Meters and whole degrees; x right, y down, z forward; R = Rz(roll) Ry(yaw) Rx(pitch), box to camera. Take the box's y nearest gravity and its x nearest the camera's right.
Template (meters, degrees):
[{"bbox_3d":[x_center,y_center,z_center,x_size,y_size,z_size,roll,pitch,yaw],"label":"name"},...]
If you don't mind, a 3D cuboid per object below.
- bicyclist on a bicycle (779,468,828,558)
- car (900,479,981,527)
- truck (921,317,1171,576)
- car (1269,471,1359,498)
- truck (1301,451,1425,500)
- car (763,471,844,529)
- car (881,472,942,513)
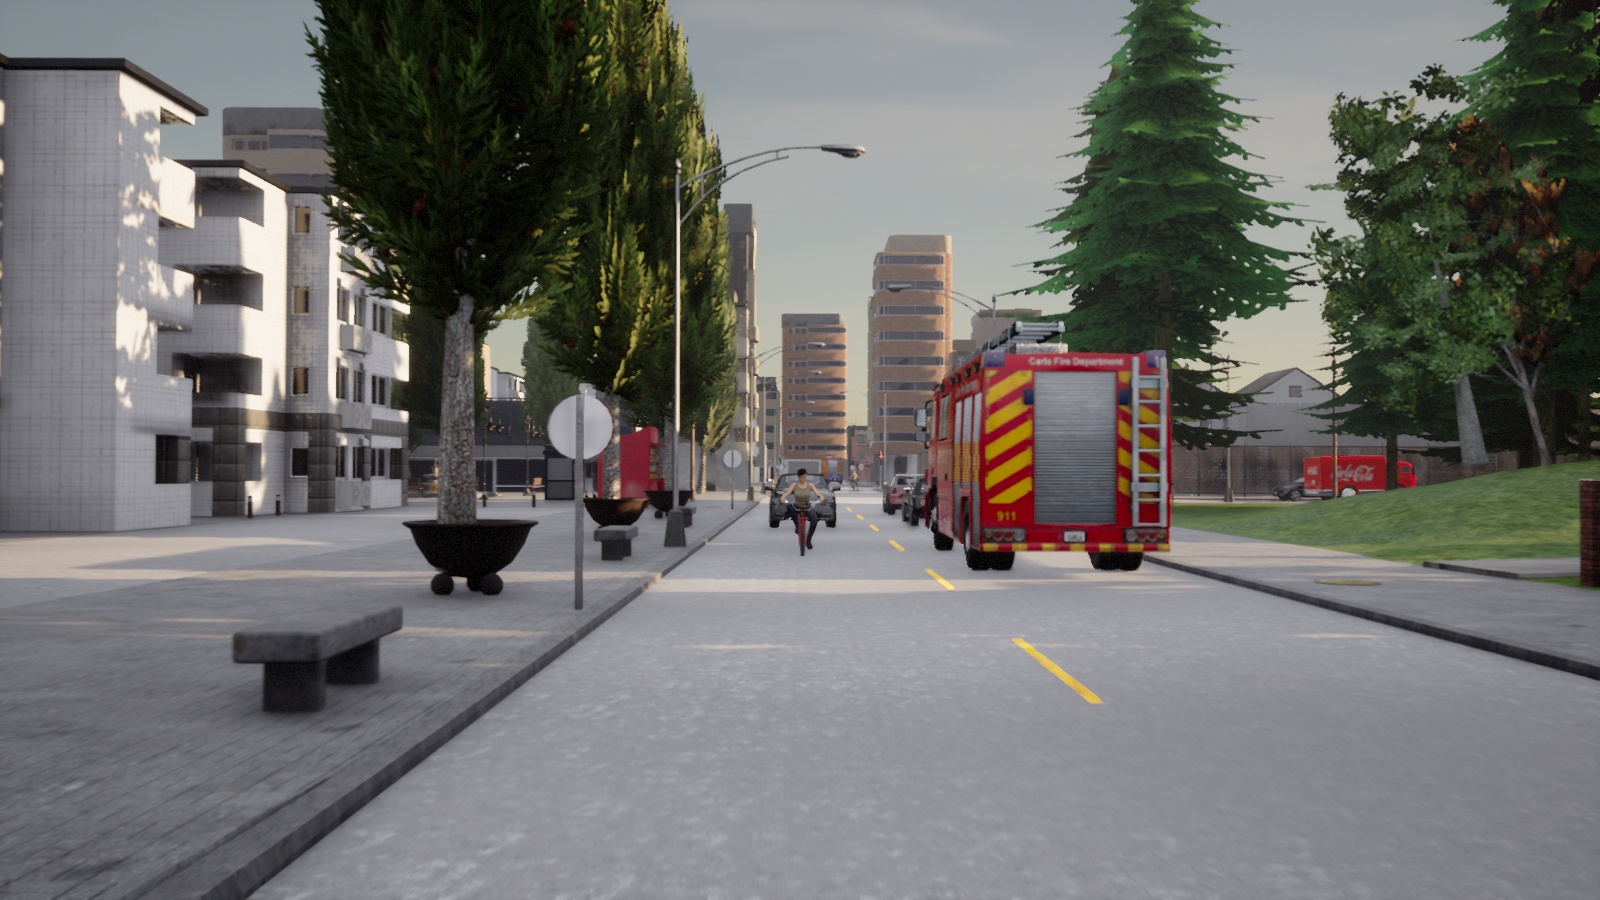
[{"bbox_3d":[0.058,1.141,23.307,0.866,1.612,1.509,0,-1,0],"label":"bicyclist on a bicycle"},{"bbox_3d":[4.106,1.525,37.394,1.895,1.301,4.718,0,-1,0],"label":"car"},{"bbox_3d":[4.058,0.017,22.889,2.891,3.827,8.468,0,-1,0],"label":"truck"},{"bbox_3d":[28.431,1.882,69.547,4.193,1.474,1.816,0,-1,0],"label":"car"},{"bbox_3d":[29.326,1.320,65.554,5.204,2.467,2.627,-1,-1,0],"label":"truck"},{"bbox_3d":[0.100,1.367,35.659,2.128,1.511,4.902,0,-1,0],"label":"car"},{"bbox_3d":[4.106,1.545,46.638,1.970,1.475,3.806,0,-1,1],"label":"car"}]
